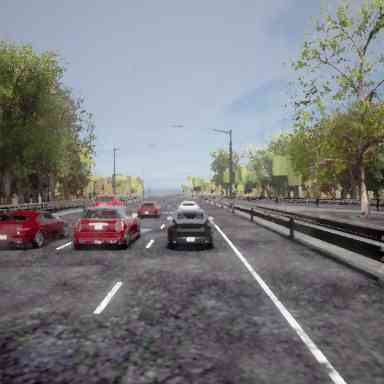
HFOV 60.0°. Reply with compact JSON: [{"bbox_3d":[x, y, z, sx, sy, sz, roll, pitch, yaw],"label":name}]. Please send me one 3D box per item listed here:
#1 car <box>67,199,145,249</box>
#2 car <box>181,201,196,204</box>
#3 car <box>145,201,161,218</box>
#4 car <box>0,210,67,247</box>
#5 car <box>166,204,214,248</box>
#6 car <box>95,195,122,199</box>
[{"bbox_3d":[-3.575,1.369,14.775,2.097,1.767,4.553,0,0,-1],"label":"car"},{"bbox_3d":[-0.300,1.545,29.925,1.812,1.442,4.674,0,0,-1],"label":"car"},{"bbox_3d":[-3.798,1.546,29.856,1.812,1.442,4.674,0,0,-1],"label":"car"},{"bbox_3d":[-7.075,1.536,14.770,1.812,1.442,4.674,0,0,-1],"label":"car"},{"bbox_3d":[-0.075,1.519,14.840,1.837,1.490,4.892,0,0,-1],"label":"car"},{"bbox_3d":[-7.299,1.271,29.816,2.150,2.045,5.566,0,0,-1],"label":"car"}]
